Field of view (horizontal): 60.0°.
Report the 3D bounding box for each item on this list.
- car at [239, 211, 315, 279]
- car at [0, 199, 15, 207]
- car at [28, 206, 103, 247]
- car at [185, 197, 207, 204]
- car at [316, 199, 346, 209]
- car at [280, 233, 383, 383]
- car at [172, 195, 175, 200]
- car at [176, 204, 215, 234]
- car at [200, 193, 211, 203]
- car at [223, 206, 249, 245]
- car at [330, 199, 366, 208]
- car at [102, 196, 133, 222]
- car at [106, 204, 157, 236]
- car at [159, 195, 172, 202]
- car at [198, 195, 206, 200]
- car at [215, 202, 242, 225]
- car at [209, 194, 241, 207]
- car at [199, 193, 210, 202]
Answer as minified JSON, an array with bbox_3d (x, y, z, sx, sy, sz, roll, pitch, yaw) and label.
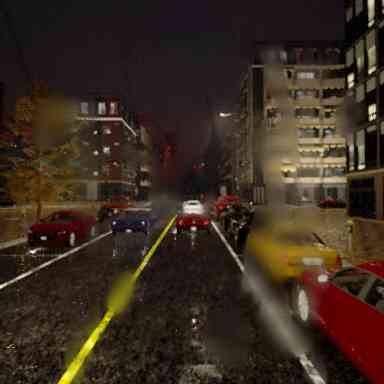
[{"bbox_3d":[2.699,1.512,9.760,1.752,1.417,4.829,1,0,0],"label":"car"},{"bbox_3d":[-26.285,1.507,48.542,4.313,1.339,1.947,0,-1,0],"label":"car"},{"bbox_3d":[-5.684,1.525,15.007,1.887,1.381,4.507,1,0,0],"label":"car"},{"bbox_3d":[0.090,1.487,29.376,1.812,1.442,4.674,0,0,0],"label":"car"},{"bbox_3d":[17.264,1.515,40.272,4.206,1.307,1.802,0,-1,0],"label":"car"},{"bbox_3d":[2.702,1.539,4.150,1.887,1.381,4.507,1,0,0],"label":"car"},{"bbox_3d":[-5.718,1.411,92.224,1.752,1.417,4.829,1,0,0],"label":"car"},{"bbox_3d":[0.091,1.575,19.128,1.895,1.301,4.718,0,0,0],"label":"car"},{"bbox_3d":[2.798,1.227,69.679,2.192,1.841,5.009,1,0,0],"label":"car"},{"bbox_3d":[2.696,1.546,15.030,1.947,1.339,4.313,1,0,0],"label":"car"},{"bbox_3d":[22.775,1.663,48.666,4.313,1.339,1.947,0,-1,0],"label":"car"},{"bbox_3d":[-5.757,1.281,25.895,2.192,1.841,5.009,1,0,0],"label":"car"},{"bbox_3d":[-3.075,1.577,18.370,1.895,1.301,4.718,0,0,0],"label":"car"},{"bbox_3d":[-5.831,1.463,69.611,2.008,1.369,4.403,1,0,0],"label":"car"},{"bbox_3d":[2.664,1.457,86.764,1.947,1.339,4.313,1,0,0],"label":"car"},{"bbox_3d":[2.694,1.539,20.469,1.947,1.339,4.313,1,0,0],"label":"car"},{"bbox_3d":[2.769,1.281,25.904,2.192,1.841,5.009,1,0,0],"label":"car"},{"bbox_3d":[2.809,1.234,63.979,2.192,1.841,5.009,1,0,0],"label":"car"}]
